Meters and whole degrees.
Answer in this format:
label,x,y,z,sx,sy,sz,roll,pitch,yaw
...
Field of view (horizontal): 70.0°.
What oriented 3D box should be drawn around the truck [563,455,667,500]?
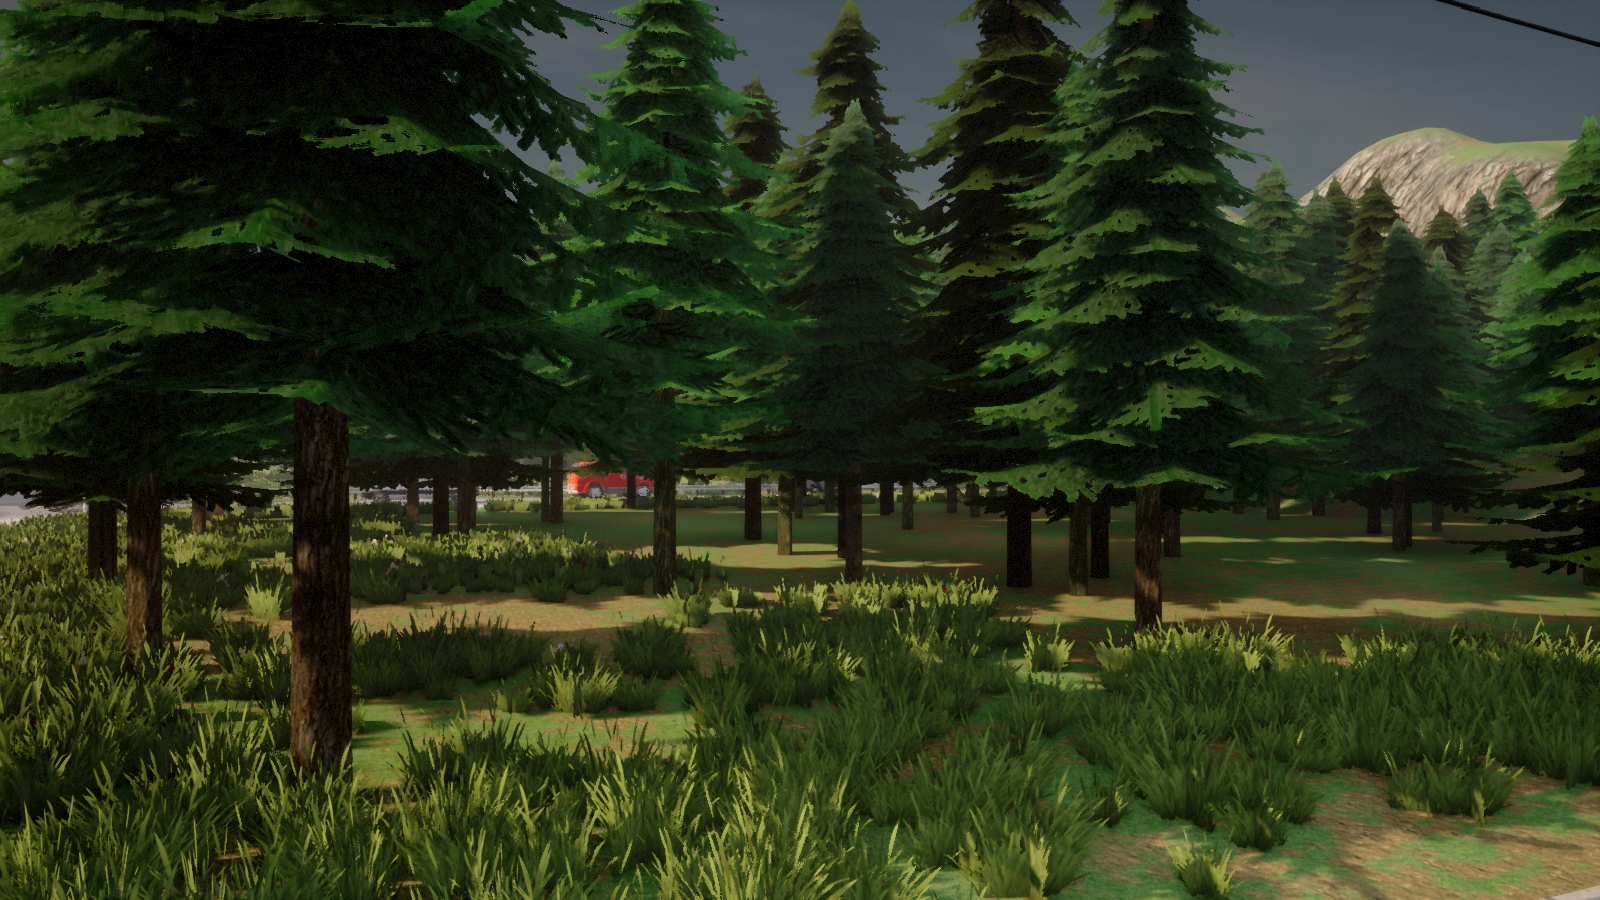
label,x,y,z,sx,sy,sz,roll,pitch,yaw
truck,-10.484,1.559,64.621,5.204,2.467,2.627,1,-1,-27
